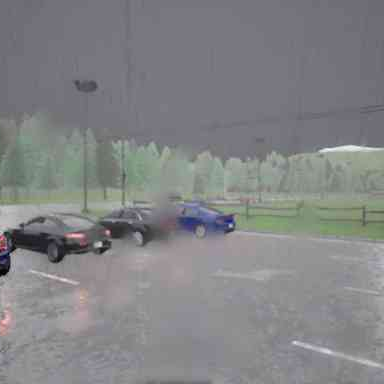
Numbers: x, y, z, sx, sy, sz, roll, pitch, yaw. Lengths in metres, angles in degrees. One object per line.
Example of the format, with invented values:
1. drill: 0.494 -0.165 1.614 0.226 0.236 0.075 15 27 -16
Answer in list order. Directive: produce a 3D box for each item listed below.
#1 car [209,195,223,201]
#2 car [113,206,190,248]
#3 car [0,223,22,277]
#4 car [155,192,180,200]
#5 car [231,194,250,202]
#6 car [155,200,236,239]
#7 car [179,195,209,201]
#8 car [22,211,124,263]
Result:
1. car: 5.028 1.262 71.640 1.994 1.385 4.181 1 0 36
2. car: -2.725 1.422 14.478 4.892 1.490 1.837 0 0 36
3. car: -6.767 1.270 8.760 4.553 1.767 2.097 1 0 36
4. car: -4.191 0.930 59.104 2.150 2.045 5.566 1 0 37
5. car: 9.656 1.116 66.129 2.097 1.767 4.553 1 0 36
6. car: -0.203 1.401 16.971 5.008 1.535 1.882 1 0 36
7. car: 0.399 1.325 53.560 1.994 1.385 4.181 1 0 36
8. car: -4.776 1.444 11.640 4.674 1.442 1.812 1 0 36
